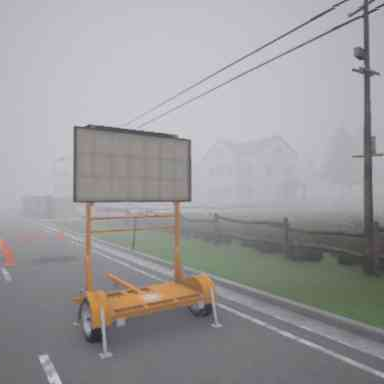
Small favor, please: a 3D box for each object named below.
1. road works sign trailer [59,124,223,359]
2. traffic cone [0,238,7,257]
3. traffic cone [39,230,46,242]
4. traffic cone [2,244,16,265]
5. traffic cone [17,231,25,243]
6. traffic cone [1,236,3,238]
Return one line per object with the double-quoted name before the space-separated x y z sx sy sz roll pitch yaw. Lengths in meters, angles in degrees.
"road works sign trailer" -1.156 0.600 6.490 2.380 3.560 2.880 1 -1 -34
"traffic cone" -7.365 2.232 13.140 0.340 0.580 0.340 1 -1 -34
"traffic cone" -7.907 2.322 17.579 0.340 0.580 0.340 1 -1 -34
"traffic cone" -6.261 2.197 11.473 0.340 0.580 0.340 1 -1 -34
"traffic cone" -8.741 2.311 17.027 0.340 0.580 0.340 1 -1 -34
"traffic cone" -8.470 2.267 14.807 0.340 0.580 0.340 1 -1 -34
